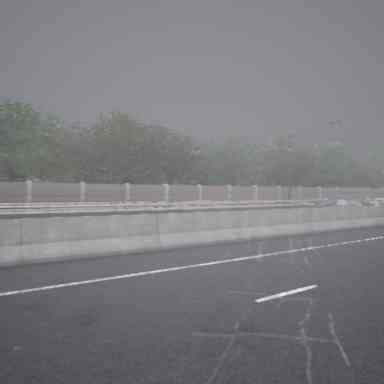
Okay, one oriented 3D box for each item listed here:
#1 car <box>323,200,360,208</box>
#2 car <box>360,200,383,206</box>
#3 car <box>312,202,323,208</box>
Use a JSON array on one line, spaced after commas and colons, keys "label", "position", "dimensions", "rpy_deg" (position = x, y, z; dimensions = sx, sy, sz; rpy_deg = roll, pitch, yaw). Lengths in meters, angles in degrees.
[{"label": "car", "position": [17.128, 1.674, 37.018], "dimensions": [4.674, 1.442, 1.812], "rpy_deg": [0, 0, -33]}, {"label": "car", "position": [20.351, 1.640, 34.957], "dimensions": [4.902, 1.511, 2.128], "rpy_deg": [0, 0, -33]}, {"label": "car", "position": [17.189, 1.704, 41.255], "dimensions": [5.357, 1.411, 2.033], "rpy_deg": [0, 0, -33]}]
